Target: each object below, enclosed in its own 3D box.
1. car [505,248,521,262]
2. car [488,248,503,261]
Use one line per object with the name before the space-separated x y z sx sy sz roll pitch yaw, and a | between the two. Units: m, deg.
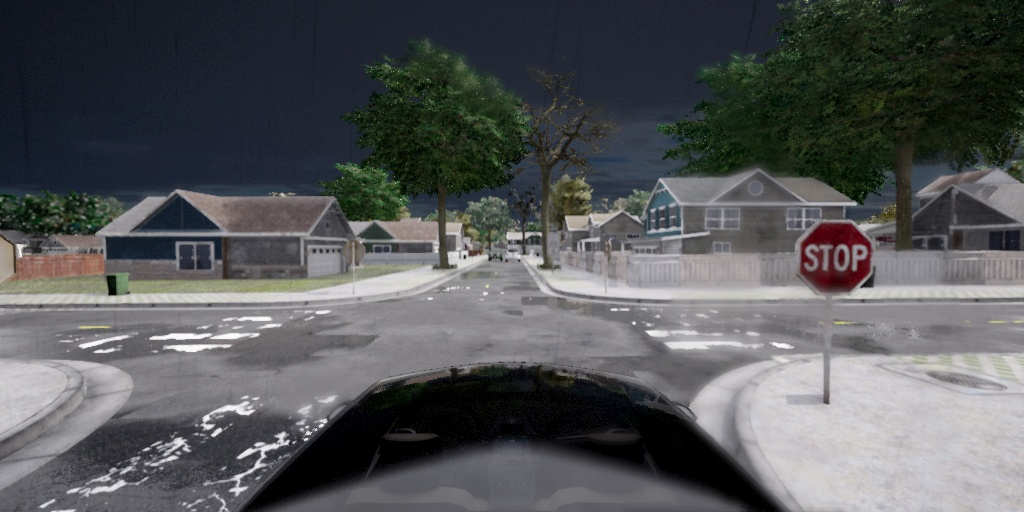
car | 0.152 -0.158 53.279 2.150 2.045 5.566 0 1 0
car | -2.586 -0.248 57.396 2.150 2.045 5.566 0 1 0
